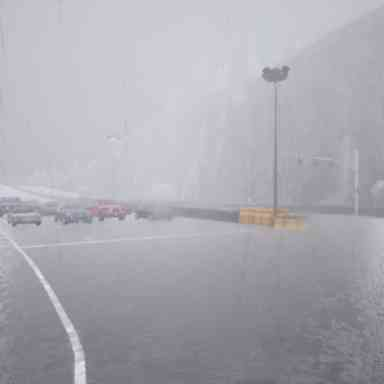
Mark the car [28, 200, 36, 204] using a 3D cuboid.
[{"bbox_3d":[-21.408,1.792,44.887,1.882,1.535,5.008,1,0,-33],"label":"car"}]

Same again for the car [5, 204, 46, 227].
[{"bbox_3d":[-12.724,1.838,25.244,1.895,1.301,4.718,1,-1,-33],"label":"car"}]

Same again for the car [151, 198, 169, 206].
[{"bbox_3d":[-6.498,2.077,67.013,1.812,1.442,4.674,1,0,-33],"label":"car"}]

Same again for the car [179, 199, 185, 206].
[{"bbox_3d":[-3.343,2.069,68.584,1.882,1.535,5.008,1,0,-33],"label":"car"}]

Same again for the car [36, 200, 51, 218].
[{"bbox_3d":[-14.452,1.817,34.235,1.837,1.490,4.892,1,-1,-33],"label":"car"}]

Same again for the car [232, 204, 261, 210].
[{"bbox_3d":[6.026,2.002,35.318,1.812,1.442,4.674,1,-1,-34],"label":"car"}]

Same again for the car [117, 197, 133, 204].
[{"bbox_3d":[-14.903,1.938,73.473,1.994,1.385,4.181,1,0,-33],"label":"car"}]

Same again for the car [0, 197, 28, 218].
[{"bbox_3d":[-18.718,1.505,34.365,2.150,2.045,5.566,1,-1,-33],"label":"car"}]

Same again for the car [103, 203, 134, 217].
[{"bbox_3d":[-8.412,1.993,37.790,1.895,1.301,4.718,1,-1,-33],"label":"car"}]

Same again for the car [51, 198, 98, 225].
[{"bbox_3d":[-9.580,1.629,26.845,2.097,1.767,4.553,1,-1,-33],"label":"car"}]

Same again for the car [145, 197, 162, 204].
[{"bbox_3d":[-9.045,1.967,77.304,1.837,1.490,4.892,1,0,-33],"label":"car"}]

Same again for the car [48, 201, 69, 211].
[{"bbox_3d":[-19.276,1.951,48.026,1.895,1.301,4.718,1,0,-33],"label":"car"}]

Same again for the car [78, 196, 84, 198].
[{"bbox_3d":[-15.212,1.614,48.218,2.150,2.045,5.566,1,0,-33],"label":"car"}]

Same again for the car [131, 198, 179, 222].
[{"bbox_3d":[-3.461,1.708,30.283,2.097,1.767,4.553,1,-1,-33],"label":"car"}]

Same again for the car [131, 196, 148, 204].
[{"bbox_3d":[-11.955,1.782,75.363,2.097,1.767,4.553,1,0,-33],"label":"car"}]

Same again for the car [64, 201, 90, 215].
[{"bbox_3d":[-13.645,1.890,39.407,1.812,1.442,4.674,1,0,-33],"label":"car"}]

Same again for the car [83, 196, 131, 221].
[{"bbox_3d":[-7.996,1.549,30.790,2.150,2.045,5.566,1,-1,-33],"label":"car"}]

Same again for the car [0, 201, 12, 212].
[{"bbox_3d":[-25.654,1.866,44.993,1.895,1.301,4.718,1,0,-33],"label":"car"}]

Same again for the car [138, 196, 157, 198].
[{"bbox_3d":[-9.198,1.991,64.748,1.882,1.535,5.008,1,0,-33],"label":"car"}]
